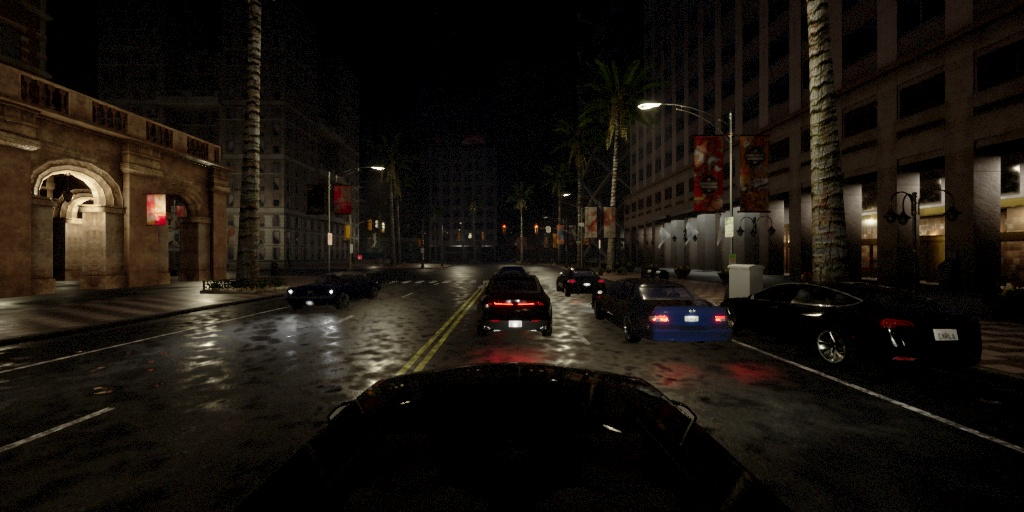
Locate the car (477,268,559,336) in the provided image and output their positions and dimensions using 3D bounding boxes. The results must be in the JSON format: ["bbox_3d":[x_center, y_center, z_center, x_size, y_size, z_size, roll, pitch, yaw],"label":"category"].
[{"bbox_3d":[0.052,1.254,10.359,1.837,1.490,4.892,0,0,-1],"label":"car"}]

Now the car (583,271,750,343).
[{"bbox_3d":[3.562,1.297,9.659,2.033,1.411,5.357,0,0,0],"label":"car"}]

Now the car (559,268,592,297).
[{"bbox_3d":[3.517,1.314,18.902,1.994,1.385,4.181,0,0,-1],"label":"car"}]

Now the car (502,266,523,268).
[{"bbox_3d":[0.013,1.276,19.306,1.812,1.442,4.674,0,0,-2],"label":"car"}]

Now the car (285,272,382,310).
[{"bbox_3d":[-7.122,1.351,14.845,1.895,1.301,4.718,0,0,0],"label":"car"}]
